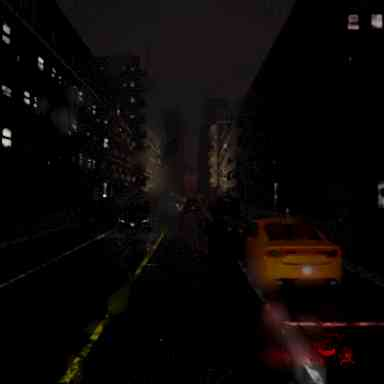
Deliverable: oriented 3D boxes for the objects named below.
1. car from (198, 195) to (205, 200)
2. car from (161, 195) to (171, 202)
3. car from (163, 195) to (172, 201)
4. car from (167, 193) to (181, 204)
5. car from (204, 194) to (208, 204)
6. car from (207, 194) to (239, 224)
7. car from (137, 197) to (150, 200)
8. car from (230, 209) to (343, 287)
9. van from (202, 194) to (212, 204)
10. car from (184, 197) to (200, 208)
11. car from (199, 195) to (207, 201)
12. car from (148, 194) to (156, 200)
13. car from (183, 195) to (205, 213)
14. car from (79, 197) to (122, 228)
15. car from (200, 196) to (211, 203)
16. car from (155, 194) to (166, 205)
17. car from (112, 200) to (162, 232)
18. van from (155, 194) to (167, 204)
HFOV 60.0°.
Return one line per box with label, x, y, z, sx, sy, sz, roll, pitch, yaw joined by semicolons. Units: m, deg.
car;2.701;1.472;95.604;1.802;1.307;4.206;0;0;0
car;-5.680;1.409;72.675;1.752;1.417;4.829;0;0;0
car;-5.680;1.466;78.537;1.802;1.307;4.206;0;0;0
car;-3.041;1.379;61.224;2.128;1.511;4.902;0;0;1
car;2.699;1.353;38.703;1.967;1.590;4.097;0;0;0
car;2.699;1.248;27.323;2.192;1.841;5.009;0;0;0
car;-5.683;1.473;33.016;2.008;1.369;4.403;0;0;0
car;2.361;1.450;9.274;1.882;1.535;5.008;0;0;0
van;2.701;1.228;61.462;1.690;1.788;3.998;0;0;0
car;0.017;1.449;46.388;2.033;1.411;5.357;0;0;0
car;2.700;1.468;84.224;1.802;1.307;4.206;0;0;0
car;-5.682;1.353;38.707;1.967;1.590;4.097;0;0;0
car;0.070;1.396;35.532;1.882;1.535;5.008;0;0;0
car;-5.682;1.258;21.635;2.192;1.841;5.009;0;0;0
car;2.699;1.429;67.153;1.887;1.381;4.507;0;0;0
car;-5.680;1.212;50.086;2.192;1.841;5.009;0;0;0
car;-3.098;1.452;19.720;1.837;1.490;4.892;0;0;0
van;-5.679;1.228;61.464;1.690;1.788;3.998;0;0;0
